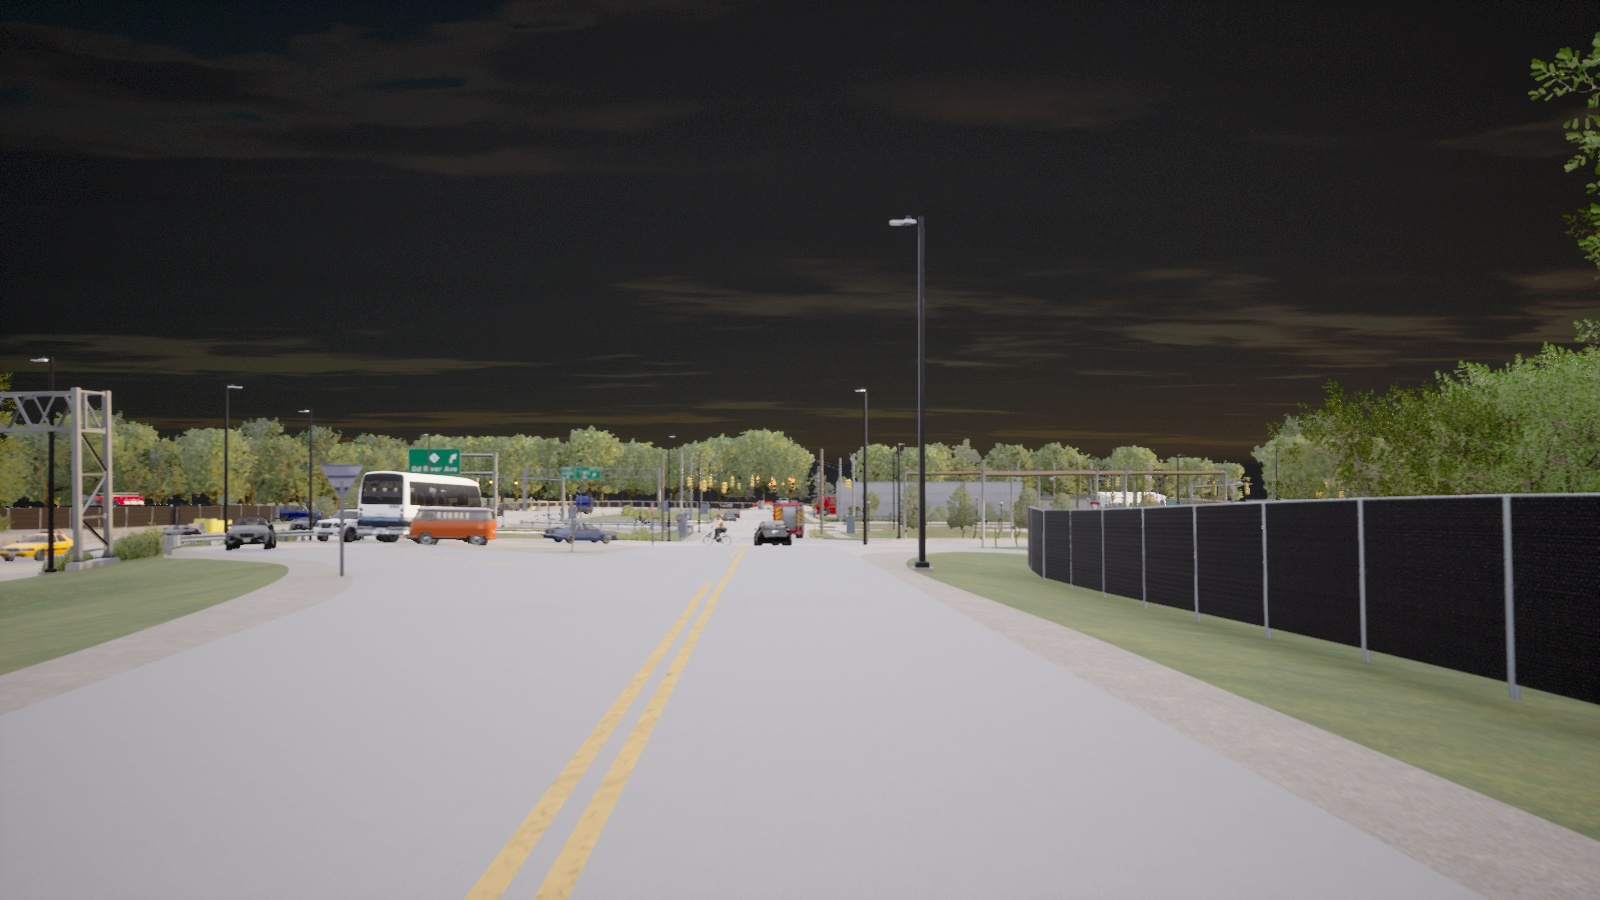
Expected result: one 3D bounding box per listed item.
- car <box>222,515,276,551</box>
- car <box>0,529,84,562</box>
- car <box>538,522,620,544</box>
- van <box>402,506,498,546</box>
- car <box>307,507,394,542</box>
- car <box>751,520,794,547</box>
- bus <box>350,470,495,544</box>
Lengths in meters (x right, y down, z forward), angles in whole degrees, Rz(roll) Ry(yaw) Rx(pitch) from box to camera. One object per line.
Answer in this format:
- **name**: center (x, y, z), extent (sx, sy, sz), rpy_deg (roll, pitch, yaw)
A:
- **car**: center (-23.827, 3.563, 54.410), extent (1.816, 1.474, 4.193), rpy_deg (0, -3, -19)
- **car**: center (-41.645, 5.178, 68.874), extent (1.801, 1.575, 5.366), rpy_deg (0, -2, -2)
- **car**: center (-15.570, 5.869, 88.658), extent (5.357, 1.411, 2.033), rpy_deg (5, -3, -42)
- **van**: center (-18.057, 3.933, 64.910), extent (4.442, 1.987, 1.775), rpy_deg (1, -4, -5)
- **car**: center (-27.741, 4.618, 77.729), extent (2.150, 2.045, 5.566), rpy_deg (0, -3, 16)
- **car**: center (-1.622, 4.838, 72.406), extent (2.163, 1.488, 4.792), rpy_deg (0, -5, -5)
- **bus**: center (-23.426, 3.658, 78.838), extent (3.944, 4.253, 10.273), rpy_deg (1, -4, 13)
